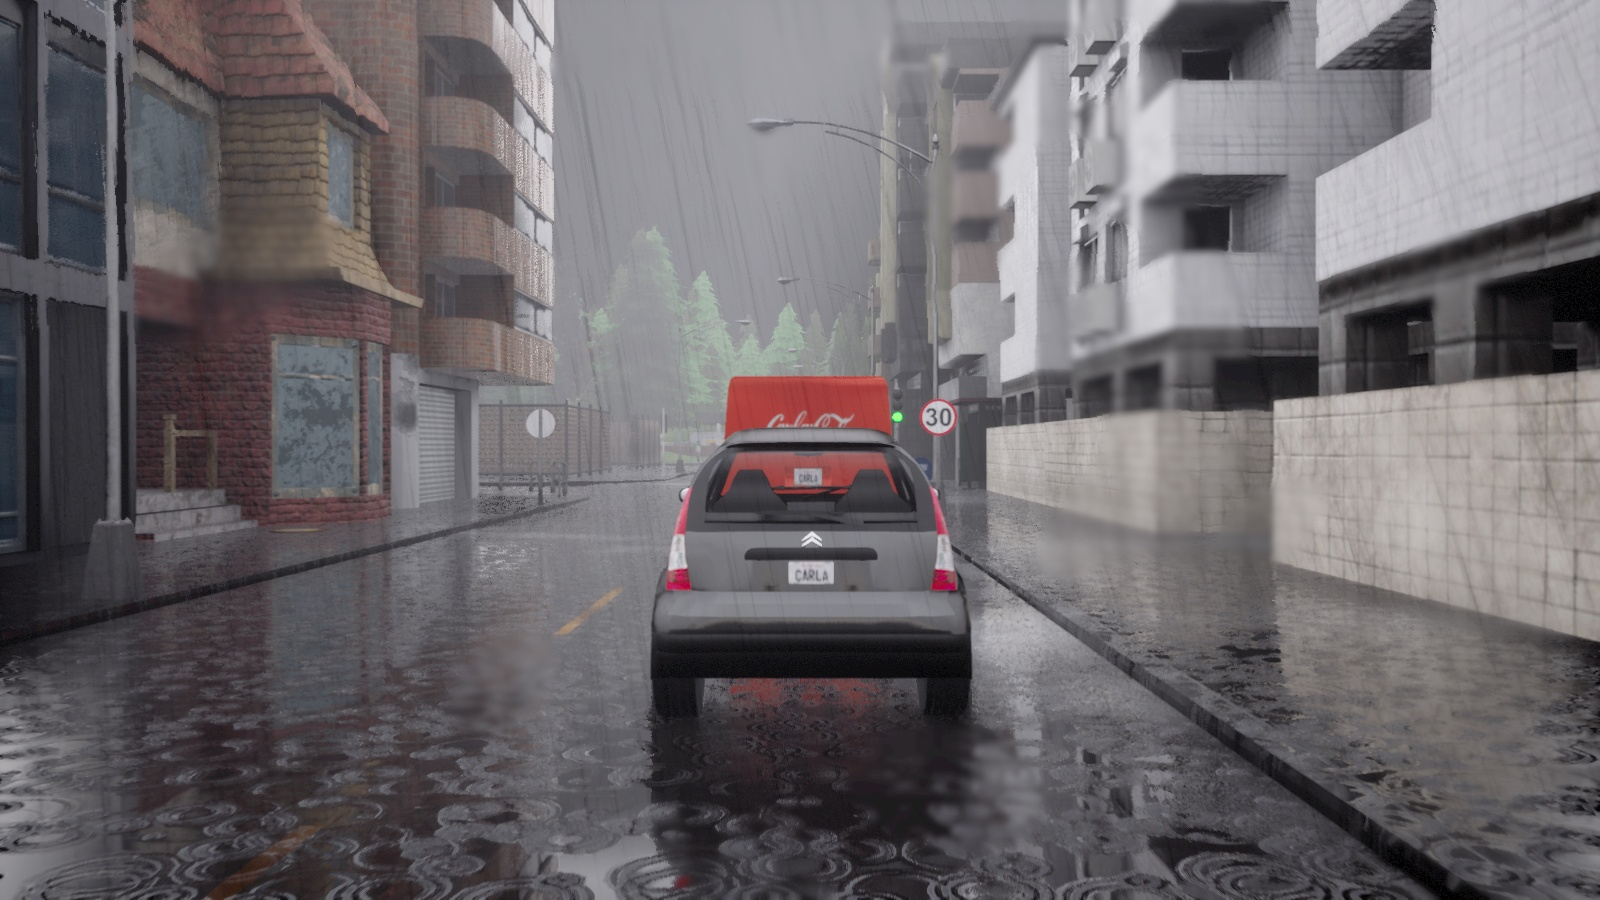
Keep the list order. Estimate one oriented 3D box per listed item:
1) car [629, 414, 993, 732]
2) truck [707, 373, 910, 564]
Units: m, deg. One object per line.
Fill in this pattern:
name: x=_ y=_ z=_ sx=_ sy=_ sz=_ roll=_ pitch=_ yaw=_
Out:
car: x=0.063 y=0.615 z=8.377 sx=1.851 sy=1.617 sz=3.988 roll=0 pitch=0 yaw=0
truck: x=0.122 y=0.200 z=18.829 sx=2.627 sy=2.467 sz=5.204 roll=0 pitch=1 yaw=0
